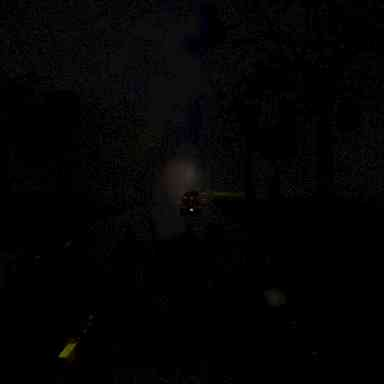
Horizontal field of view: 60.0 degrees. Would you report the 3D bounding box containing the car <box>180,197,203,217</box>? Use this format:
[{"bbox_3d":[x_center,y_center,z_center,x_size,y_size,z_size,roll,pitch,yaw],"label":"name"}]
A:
[{"bbox_3d":[-0.014,1.417,29.267,1.994,1.385,4.181,0,1,1],"label":"car"}]

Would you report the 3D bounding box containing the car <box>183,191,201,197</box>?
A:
[{"bbox_3d":[-0.025,0.819,45.141,2.150,2.045,5.566,0,1,0],"label":"car"}]

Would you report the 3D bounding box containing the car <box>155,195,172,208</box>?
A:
[{"bbox_3d":[-3.605,1.166,42.165,1.837,1.490,4.892,0,1,0],"label":"car"}]
